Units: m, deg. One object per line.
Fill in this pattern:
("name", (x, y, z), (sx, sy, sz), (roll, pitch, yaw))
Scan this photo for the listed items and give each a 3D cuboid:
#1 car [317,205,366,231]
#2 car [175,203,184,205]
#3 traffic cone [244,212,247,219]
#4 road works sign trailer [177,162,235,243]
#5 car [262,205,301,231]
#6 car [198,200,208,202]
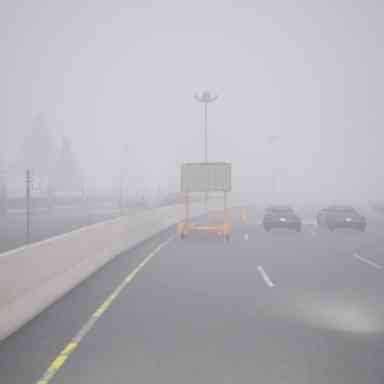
("car", (8.801, 1.455, 19.901), (1.994, 1.385, 4.181), (0, 0, 10))
("car", (-2.302, 0.978, 44.150), (2.150, 2.045, 5.566), (0, 1, 23))
("traffic cone", (3.416, 1.833, 22.380), (0.340, 0.580, 0.340), (0, 0, 10))
("road works sign trailer", (0.683, 0.378, 15.757), (2.380, 3.560, 2.880), (0, 0, 10))
("car", (5.249, 1.455, 19.840), (1.994, 1.385, 4.181), (0, 0, 10))
("car", (1.012, 1.330, 42.882), (1.994, 1.385, 4.181), (0, 0, 23))
